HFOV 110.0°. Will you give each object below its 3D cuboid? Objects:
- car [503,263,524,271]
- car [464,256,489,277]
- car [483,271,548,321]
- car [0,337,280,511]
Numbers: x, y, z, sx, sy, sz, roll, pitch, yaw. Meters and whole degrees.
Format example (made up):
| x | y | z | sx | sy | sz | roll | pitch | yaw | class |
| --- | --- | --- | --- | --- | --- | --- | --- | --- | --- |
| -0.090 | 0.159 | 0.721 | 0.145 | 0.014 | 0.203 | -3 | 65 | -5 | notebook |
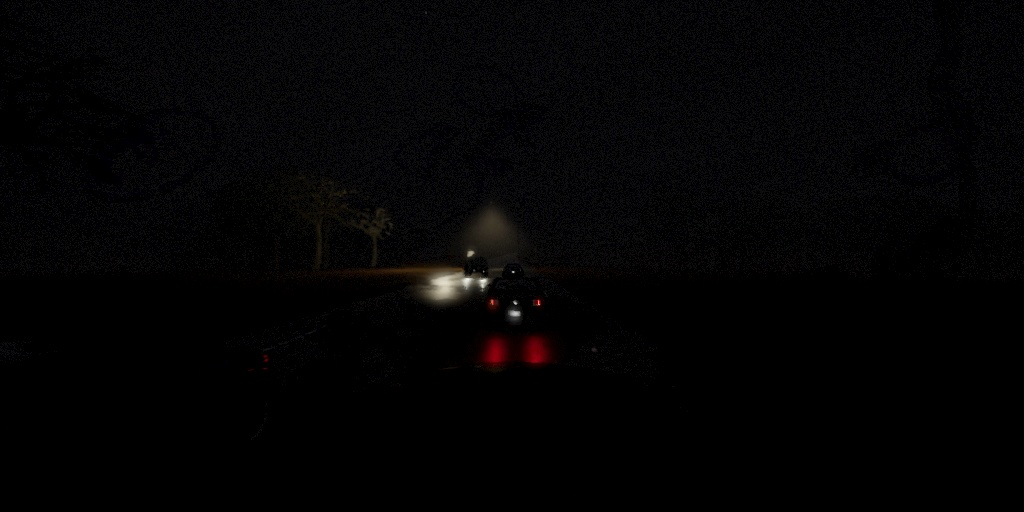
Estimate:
| x | y | z | sx | sy | sz | roll | pitch | yaw | class |
| --- | --- | --- | --- | --- | --- | --- | --- | --- | --- |
| 0.106 | 1.373 | 33.364 | 1.994 | 1.385 | 4.181 | 0 | 0 | 0 | car |
| -3.585 | 1.044 | 36.888 | 2.150 | 2.045 | 5.566 | 0 | 0 | 0 | car |
| 0.111 | 1.360 | 12.425 | 1.895 | 1.301 | 4.718 | 0 | 0 | 0 | car |
| -3.599 | 1.315 | 2.309 | 1.994 | 1.385 | 4.181 | 0 | 0 | 0 | car |
